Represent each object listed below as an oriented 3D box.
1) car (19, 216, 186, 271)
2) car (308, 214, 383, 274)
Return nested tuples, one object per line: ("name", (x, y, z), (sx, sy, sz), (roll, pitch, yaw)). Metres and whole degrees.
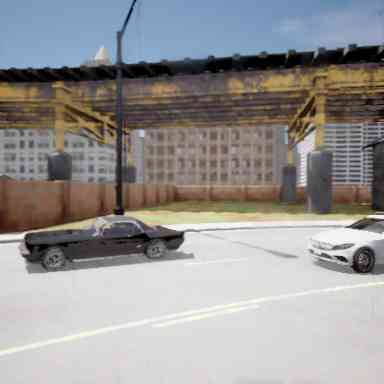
("car", (-2.689, 1.439, 10.290), (4.718, 1.301, 1.895), (0, 1, -27))
("car", (5.770, 1.398, 9.833), (4.674, 1.442, 1.812), (0, 1, -14))
